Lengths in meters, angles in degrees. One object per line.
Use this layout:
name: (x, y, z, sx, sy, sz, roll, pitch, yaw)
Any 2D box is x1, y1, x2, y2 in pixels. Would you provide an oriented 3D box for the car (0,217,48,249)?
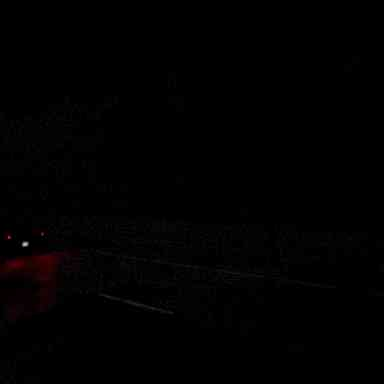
car: (-8.277, 1.736, 14.204, 4.718, 1.301, 1.895, 0, 0, 36)
